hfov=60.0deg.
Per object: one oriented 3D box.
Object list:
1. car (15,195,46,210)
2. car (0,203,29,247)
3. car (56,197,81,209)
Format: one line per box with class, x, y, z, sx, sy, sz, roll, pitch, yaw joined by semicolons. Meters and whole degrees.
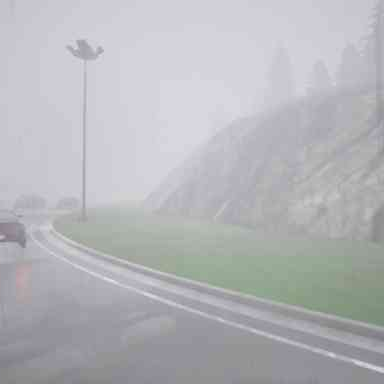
car;-18.427;1.072;38.090;2.097;1.767;4.553;1;0;-7
car;-8.029;1.410;13.731;1.812;1.442;4.674;0;0;-33
car;-15.353;1.293;41.551;2.033;1.411;5.357;1;0;-6
